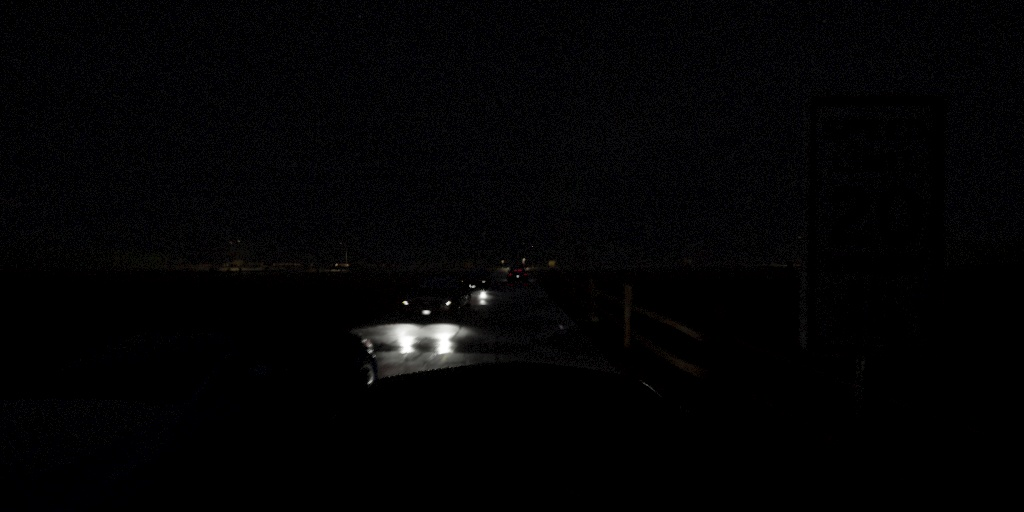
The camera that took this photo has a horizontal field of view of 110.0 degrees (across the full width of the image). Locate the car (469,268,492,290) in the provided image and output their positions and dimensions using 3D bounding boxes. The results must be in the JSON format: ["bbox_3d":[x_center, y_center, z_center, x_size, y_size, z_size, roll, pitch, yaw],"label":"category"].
[{"bbox_3d":[-2.474,1.607,25.908,2.033,1.411,5.357,0,-1,1],"label":"car"}]

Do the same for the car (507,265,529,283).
[{"bbox_3d":[0.542,1.749,33.123,1.994,1.385,4.181,0,-1,1],"label":"car"}]

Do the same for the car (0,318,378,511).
[{"bbox_3d":[-2.865,1.315,3.275,1.994,1.385,4.181,0,-1,1],"label":"car"}]

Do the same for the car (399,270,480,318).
[{"bbox_3d":[-2.686,1.441,14.036,2.033,1.411,5.357,0,-1,1],"label":"car"}]
